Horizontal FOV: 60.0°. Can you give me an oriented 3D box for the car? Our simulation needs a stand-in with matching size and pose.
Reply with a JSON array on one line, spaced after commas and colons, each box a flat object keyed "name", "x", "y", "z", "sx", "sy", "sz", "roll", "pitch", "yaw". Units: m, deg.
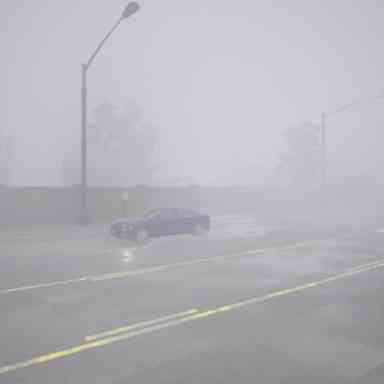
[{"name": "car", "x": -1.381, "y": 1.424, "z": 15.895, "sx": 5.008, "sy": 1.535, "sz": 1.882, "roll": -1, "pitch": 0, "yaw": -35}]
